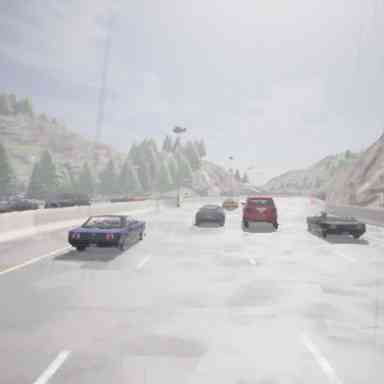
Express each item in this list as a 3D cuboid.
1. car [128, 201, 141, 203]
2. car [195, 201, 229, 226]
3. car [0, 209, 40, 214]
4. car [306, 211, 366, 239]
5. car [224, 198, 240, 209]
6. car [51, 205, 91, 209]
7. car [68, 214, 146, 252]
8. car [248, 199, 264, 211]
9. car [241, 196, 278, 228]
[{"bbox_3d":[-10.875,1.225,65.512,2.097,1.767,4.553,1,0,17],"label":"car"},{"bbox_3d":[1.415,1.594,24.131,1.994,1.385,4.181,1,0,8],"label":"car"},{"bbox_3d":[-15.600,1.354,29.267,2.033,1.411,5.357,1,0,8],"label":"car"},{"bbox_3d":[7.629,1.710,18.177,1.895,1.301,4.718,1,0,6],"label":"car"},{"bbox_3d":[5.517,1.572,46.599,1.882,1.535,5.008,0,0,15],"label":"car"},{"bbox_3d":[-11.705,1.082,31.729,2.150,2.045,5.566,1,0,9],"label":"car"},{"bbox_3d":[-3.227,1.564,13.720,1.895,1.301,4.718,1,0,4],"label":"car"},{"bbox_3d":[8.773,1.663,45.143,1.812,1.442,4.674,0,0,15],"label":"car"},{"bbox_3d":[4.663,1.294,23.185,2.150,2.045,5.566,0,0,8],"label":"car"}]
